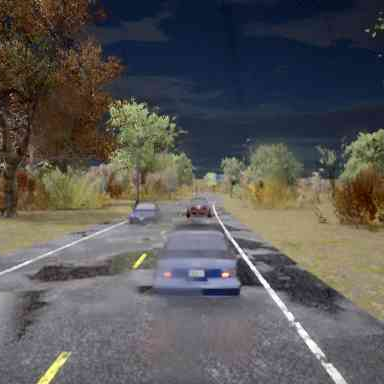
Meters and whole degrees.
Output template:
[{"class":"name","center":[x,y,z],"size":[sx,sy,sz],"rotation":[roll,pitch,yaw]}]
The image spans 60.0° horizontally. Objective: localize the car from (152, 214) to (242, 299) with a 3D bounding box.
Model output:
[{"class":"car","center":[0.139,1.537,8.622],"size":[2.033,1.411,5.357],"rotation":[0,0,1]}]

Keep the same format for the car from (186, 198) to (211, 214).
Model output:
[{"class":"car","center":[0.641,1.309,29.930],"size":[2.097,1.767,4.553],"rotation":[0,0,2]}]

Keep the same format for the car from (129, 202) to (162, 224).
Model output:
[{"class":"car","center":[-3.249,1.490,24.166],"size":[1.812,1.442,4.674],"rotation":[0,0,2]}]
